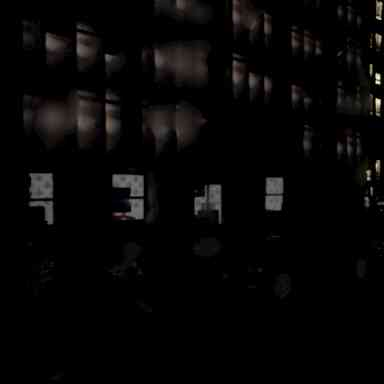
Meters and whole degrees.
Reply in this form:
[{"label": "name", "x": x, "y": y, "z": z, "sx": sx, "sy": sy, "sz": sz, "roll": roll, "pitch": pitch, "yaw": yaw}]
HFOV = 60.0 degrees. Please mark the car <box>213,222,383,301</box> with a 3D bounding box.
[{"label": "car", "x": 2.583, "y": 1.494, "z": 8.113, "sx": 4.507, "sy": 1.381, "sz": 1.887, "roll": 0, "pitch": 0, "yaw": -33}]
